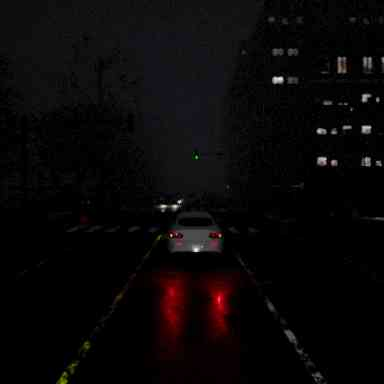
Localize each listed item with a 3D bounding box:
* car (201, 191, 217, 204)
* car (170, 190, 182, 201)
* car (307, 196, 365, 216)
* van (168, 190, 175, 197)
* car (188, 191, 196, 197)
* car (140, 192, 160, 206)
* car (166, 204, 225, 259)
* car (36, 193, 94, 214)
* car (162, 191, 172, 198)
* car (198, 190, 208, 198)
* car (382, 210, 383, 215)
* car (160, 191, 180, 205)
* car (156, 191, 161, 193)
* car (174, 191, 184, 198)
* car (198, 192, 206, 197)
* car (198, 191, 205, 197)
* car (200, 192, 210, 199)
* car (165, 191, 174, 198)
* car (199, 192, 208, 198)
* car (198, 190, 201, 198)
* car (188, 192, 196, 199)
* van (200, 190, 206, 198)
[{"bbox_3d":[2.692,1.005,49.038,1.887,1.381,4.507,0,1,0],"label":"car"},{"bbox_3d":[-3.031,0.682,61.811,2.097,1.767,4.553,0,1,1],"label":"car"},{"bbox_3d":[13.465,1.248,31.088,5.009,1.841,2.192,1,-1,-1],"label":"car"},{"bbox_3d":[-5.690,0.362,94.076,1.690,1.788,3.998,0,1,0],"label":"van"},{"bbox_3d":[0.000,0.558,82.540,1.994,1.385,4.181,0,1,0],"label":"car"},{"bbox_3d":[-5.688,1.085,43.408,1.947,1.339,4.313,0,1,0],"label":"car"},{"bbox_3d":[0.078,1.387,11.887,1.812,1.442,4.674,0,1,-1],"label":"car"},{"bbox_3d":[-10.659,0.873,27.885,4.553,1.767,2.097,1,1,10],"label":"car"},{"bbox_3d":[-5.689,0.620,77.188,1.967,1.590,4.097,0,1,0],"label":"car"},{"bbox_3d":[2.692,0.441,82.815,2.192,1.841,5.009,0,1,0],"label":"car"},{"bbox_3d":[18.695,1.611,28.532,4.181,1.385,1.994,1,0,-1],"label":"car"},{"bbox_3d":[-3.083,0.964,46.498,1.882,1.535,5.008,0,0,0],"label":"car"},{"bbox_3d":[-5.688,0.929,54.499,1.752,1.417,4.829,0,1,0],"label":"car"},{"bbox_3d":[-3.001,0.509,76.758,2.128,1.511,4.902,0,1,0],"label":"car"},{"bbox_3d":[2.690,0.623,88.448,2.008,1.369,4.403,0,1,0],"label":"car"},{"bbox_3d":[2.690,0.566,94.078,1.887,1.381,4.507,0,1,0],"label":"car"},{"bbox_3d":[2.691,0.785,71.558,2.008,1.369,4.403,0,1,0],"label":"car"},{"bbox_3d":[-5.689,0.566,82.817,1.967,1.590,4.097,0,1,0],"label":"car"},{"bbox_3d":[2.691,0.724,77.188,1.887,1.381,4.507,0,1,0],"label":"car"},{"bbox_3d":[2.692,0.729,65.927,1.967,1.590,4.097,0,1,0],"label":"car"},{"bbox_3d":[-0.001,0.723,72.504,1.837,1.490,4.892,0,1,0],"label":"car"},{"bbox_3d":[2.692,0.743,54.667,1.690,1.788,3.998,0,1,0],"label":"van"}]
